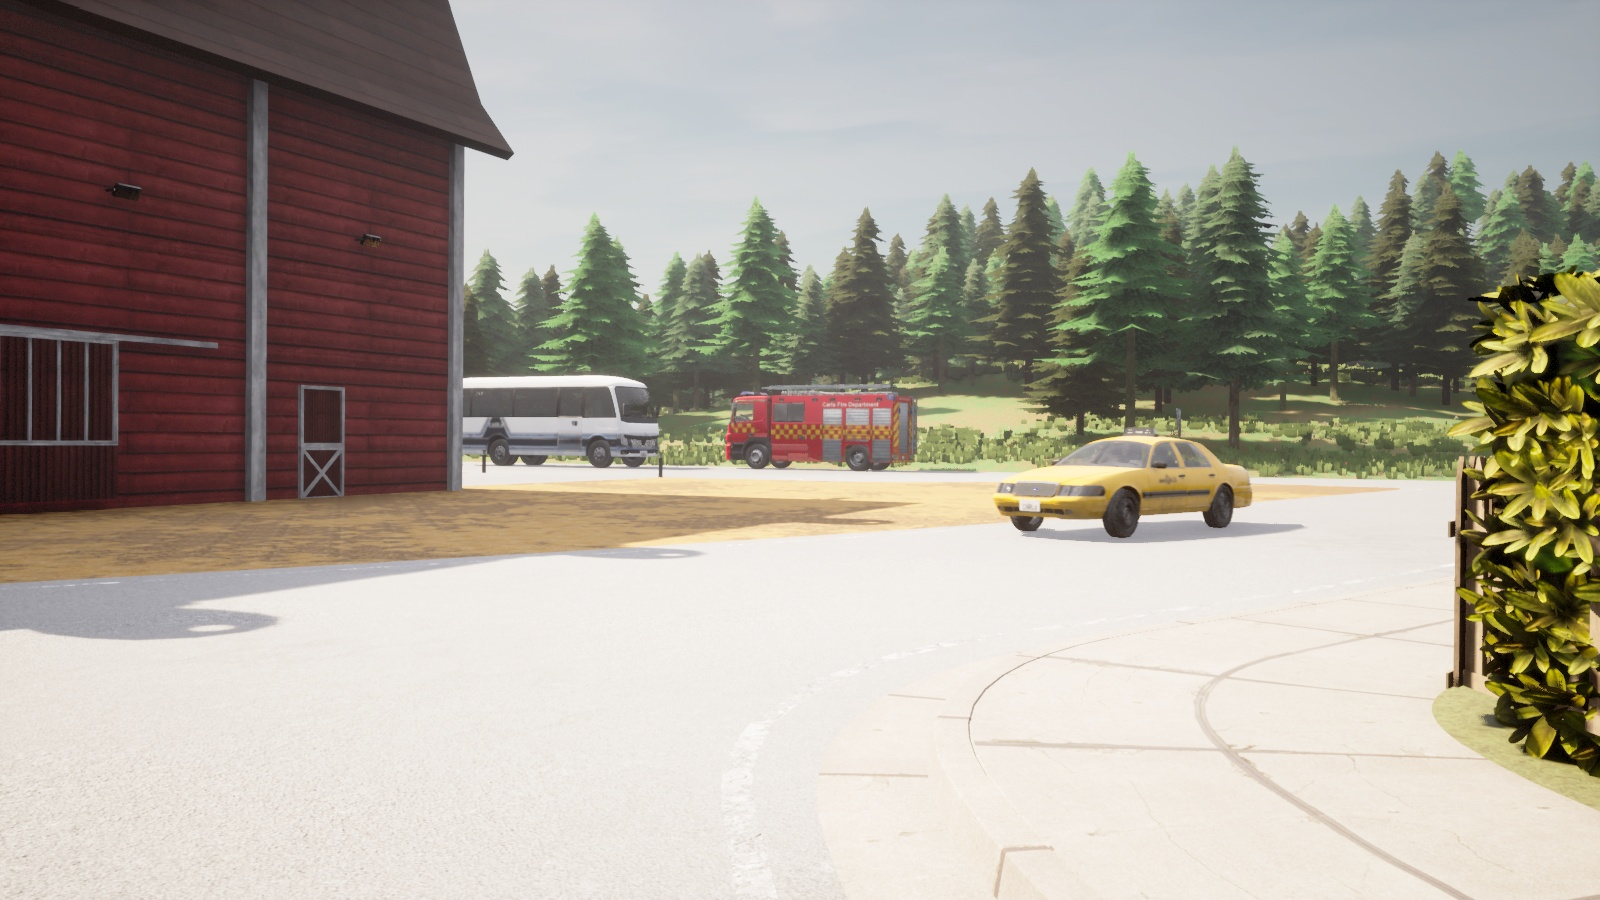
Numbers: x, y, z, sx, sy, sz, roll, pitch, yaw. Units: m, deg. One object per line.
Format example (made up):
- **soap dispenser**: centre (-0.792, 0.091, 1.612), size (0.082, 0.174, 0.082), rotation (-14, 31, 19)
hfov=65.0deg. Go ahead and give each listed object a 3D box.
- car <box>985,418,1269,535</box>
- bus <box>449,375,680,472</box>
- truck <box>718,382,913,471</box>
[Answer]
- **car**: centre (5.204, 0.329, 19.426), size (1.801, 1.575, 5.366), rotation (0, 1, 45)
- **bus**: centre (-11.111, -1.139, 59.087), size (10.273, 4.253, 3.944), rotation (0, 0, 26)
- **truck**: centre (0.667, -1.022, 57.294), size (8.468, 3.827, 2.891), rotation (0, 0, 26)
